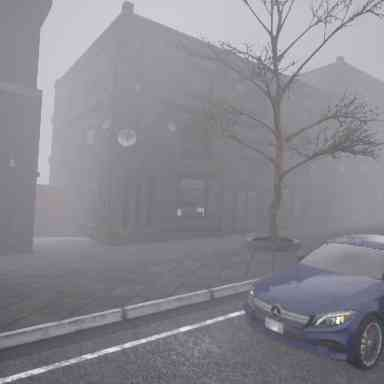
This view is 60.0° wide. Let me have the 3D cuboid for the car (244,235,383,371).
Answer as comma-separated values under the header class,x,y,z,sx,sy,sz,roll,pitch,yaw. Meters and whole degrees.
class,x,y,z,sx,sy,sz,roll,pitch,yaw
car,3.002,1.531,5.811,4.674,1.442,1.812,0,0,-35
